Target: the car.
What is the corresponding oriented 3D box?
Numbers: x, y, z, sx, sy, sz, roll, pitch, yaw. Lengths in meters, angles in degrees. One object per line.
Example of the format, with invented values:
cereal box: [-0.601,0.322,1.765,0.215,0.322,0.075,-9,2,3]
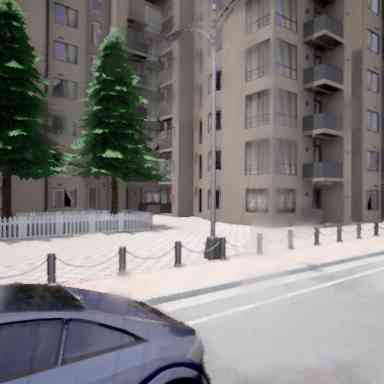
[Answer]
car: [-1.858,1.564,2.662,4.181,1.385,1.994,1,0,-36]
